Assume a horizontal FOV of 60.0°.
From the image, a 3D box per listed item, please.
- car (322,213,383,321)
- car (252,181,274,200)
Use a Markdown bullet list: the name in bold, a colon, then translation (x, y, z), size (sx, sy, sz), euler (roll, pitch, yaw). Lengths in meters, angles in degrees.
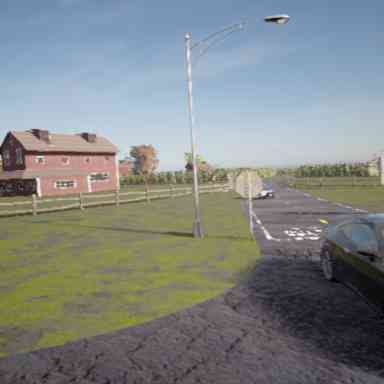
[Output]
- **car**: translation (3.474, 1.123, 5.307), size (1.812, 1.442, 4.674), euler (-3, 3, 5)
- **car**: translation (6.224, -0.202, 29.871), size (2.128, 1.511, 4.902), euler (-3, 3, 8)
